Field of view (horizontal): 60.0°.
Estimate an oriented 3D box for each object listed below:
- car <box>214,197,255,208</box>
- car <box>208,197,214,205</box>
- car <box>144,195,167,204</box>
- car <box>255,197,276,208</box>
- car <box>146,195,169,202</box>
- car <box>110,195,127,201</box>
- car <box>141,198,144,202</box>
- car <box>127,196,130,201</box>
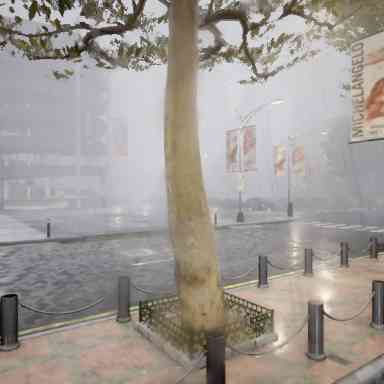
[{"bbox_3d":[5.980,1.547,47.423,2.033,1.411,5.357,0,0,-35],"label":"car"},{"bbox_3d":[4.178,1.547,55.966,2.033,1.411,5.357,0,0,-36],"label":"car"},{"bbox_3d":[-6.310,1.505,62.950,4.892,1.490,1.837,0,0,42],"label":"car"},{"bbox_3d":[9.825,1.505,48.023,1.837,1.490,4.892,0,0,-36],"label":"car"},{"bbox_3d":[-7.932,1.525,77.283,4.902,1.511,2.128,0,0,26],"label":"car"},{"bbox_3d":[-18.488,1.427,77.735,5.008,1.535,1.882,0,0,12],"label":"car"},{"bbox_3d":[-8.956,1.478,73.872,5.008,1.535,1.882,0,0,30],"label":"car"},{"bbox_3d":[-17.525,1.440,81.099,4.892,1.490,1.837,0,0,12],"label":"car"}]
